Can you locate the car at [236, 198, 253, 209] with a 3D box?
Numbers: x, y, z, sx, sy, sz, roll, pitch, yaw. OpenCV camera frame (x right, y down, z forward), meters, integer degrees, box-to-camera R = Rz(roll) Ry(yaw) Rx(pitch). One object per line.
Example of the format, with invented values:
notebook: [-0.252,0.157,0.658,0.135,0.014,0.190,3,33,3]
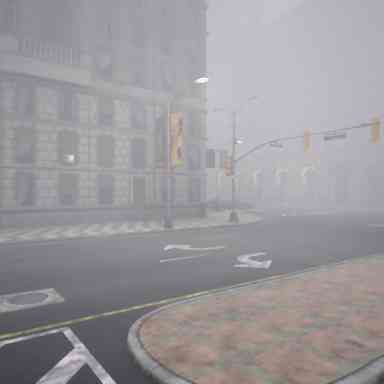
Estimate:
car: [6.185,1.564,44.784,1.994,1.385,4.181,0,0,-36]

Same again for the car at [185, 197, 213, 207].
car: [1.095,1.505,51.943,1.837,1.490,4.892,0,0,-35]

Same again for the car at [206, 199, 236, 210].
car: [3.243,1.564,42.879,1.994,1.385,4.181,0,0,-36]
